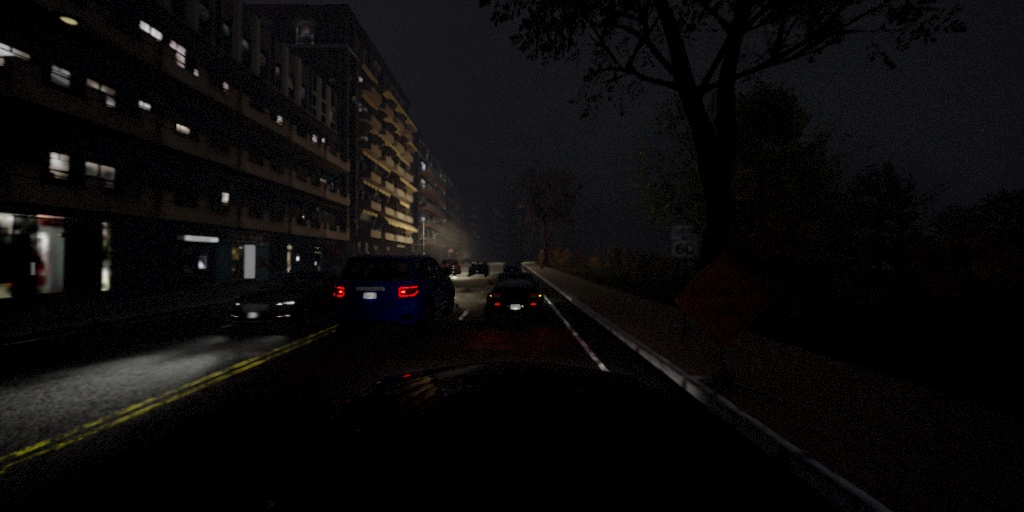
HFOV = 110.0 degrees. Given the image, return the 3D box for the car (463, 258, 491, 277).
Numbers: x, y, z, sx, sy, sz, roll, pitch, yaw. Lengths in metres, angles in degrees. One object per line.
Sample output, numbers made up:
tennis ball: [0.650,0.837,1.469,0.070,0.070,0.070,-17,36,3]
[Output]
car: [-3.236,1.256,35.858,2.128,1.511,4.902,0,0,1]

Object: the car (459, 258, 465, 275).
car: [-6.530,1.115,36.945,2.097,1.767,4.553,0,0,0]

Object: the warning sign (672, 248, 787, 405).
warning sign: [2.850,0.866,4.843,1.300,1.860,1.060,0,0,0]

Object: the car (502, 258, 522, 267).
car: [0.027,1.241,37.613,1.882,1.535,5.008,0,0,1]

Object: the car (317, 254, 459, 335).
car: [-3.152,0.974,10.637,2.150,2.045,5.566,0,0,0]

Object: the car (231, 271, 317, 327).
car: [-6.602,1.244,11.587,2.128,1.511,4.902,0,0,0]

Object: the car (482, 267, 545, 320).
car: [0.098,1.279,12.474,1.812,1.442,4.674,0,0,0]
